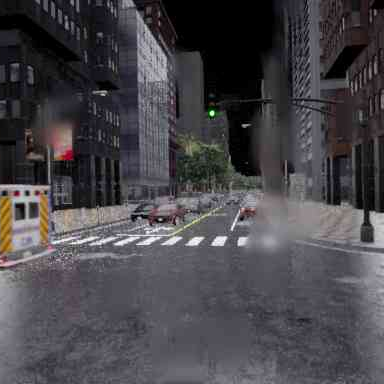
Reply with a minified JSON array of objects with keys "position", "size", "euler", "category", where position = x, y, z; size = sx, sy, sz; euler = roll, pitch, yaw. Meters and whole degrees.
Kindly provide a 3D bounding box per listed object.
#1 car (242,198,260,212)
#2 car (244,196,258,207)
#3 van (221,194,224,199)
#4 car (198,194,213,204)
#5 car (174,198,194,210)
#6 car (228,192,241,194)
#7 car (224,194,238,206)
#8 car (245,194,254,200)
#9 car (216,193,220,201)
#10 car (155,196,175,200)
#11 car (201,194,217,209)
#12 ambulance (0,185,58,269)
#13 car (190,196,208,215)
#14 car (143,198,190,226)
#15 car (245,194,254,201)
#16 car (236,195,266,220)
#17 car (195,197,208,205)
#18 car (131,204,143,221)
[{"position":[6.557,1.431,36.839],"size":[1.802,1.307,4.206],"euler":[-1,0,10],"category":"car"},{"position":[8.368,1.372,47.536],"size":[1.887,1.381,4.507],"euler":[-1,0,10],"category":"car"},{"position":[7.212,1.285,91.766],"size":[1.690,1.788,3.998],"euler":[-1,0,10],"category":"van"},{"position":[2.679,1.293,65.017],"size":[2.192,1.841,5.009],"euler":[-1,0,10],"category":"car"},{"position":[-0.969,1.541,43.450],"size":[1.752,1.417,4.829],"euler":[-1,0,10],"category":"car"},{"position":[8.135,1.352,62.681],"size":[2.128,1.511,4.902],"euler":[-1,0,10],"category":"car"},{"position":[6.471,1.477,52.854],"size":[1.895,1.301,4.718],"euler":[-1,0,10],"category":"car"},{"position":[14.712,1.324,84.978],"size":[2.008,1.369,4.403],"euler":[-1,0,10],"category":"car"},{"position":[4.492,1.278,75.717],"size":[2.192,1.841,5.009],"euler":[-1,0,10],"category":"car"},{"position":[-2.759,1.352,32.919],"size":[2.192,1.841,5.009],"euler":[-1,0,10],"category":"car"},{"position":[1.833,1.462,43.885],"size":[1.837,1.490,4.892],"euler":[-1,0,10],"category":"car"},{"position":[-7.407,1.048,9.709],"size":[6.366,2.431,2.351],"euler":[0,0,10],"category":"ambulance"},{"position":[0.101,1.484,33.698],"size":[1.837,1.490,4.892],"euler":[-1,0,9],"category":"car"},{"position":[-1.635,1.478,23.529],"size":[1.882,1.535,5.008],"euler":[-1,0,9],"category":"car"},{"position":[12.897,1.226,74.281],"size":[1.967,1.590,4.097],"euler":[-1,0,10],"category":"car"},{"position":[4.741,1.312,26.142],"size":[1.967,1.590,4.097],"euler":[-1,0,10],"category":"car"},{"position":[1.779,1.568,59.667],"size":[1.802,1.307,4.206],"euler":[-1,0,10],"category":"car"},{"position":[-3.659,1.614,27.568],"size":[1.947,1.339,4.313],"euler":[-1,0,10],"category":"car"}]
